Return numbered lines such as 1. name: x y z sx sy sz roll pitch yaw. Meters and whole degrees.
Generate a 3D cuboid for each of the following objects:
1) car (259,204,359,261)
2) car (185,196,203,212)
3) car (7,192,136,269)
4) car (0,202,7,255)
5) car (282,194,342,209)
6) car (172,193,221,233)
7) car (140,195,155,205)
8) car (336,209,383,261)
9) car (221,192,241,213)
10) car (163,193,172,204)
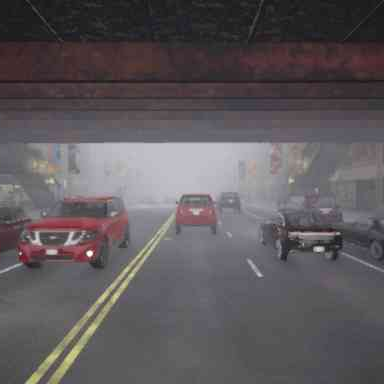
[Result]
1. car: 3.680 1.415 11.998 2.128 1.511 4.902 0 0 1
2. car: 0.220 1.242 36.954 1.882 1.535 5.008 0 0 0
3. car: -3.537 1.149 11.212 2.150 2.045 5.566 0 0 1
4. car: -7.042 1.281 10.988 2.097 1.767 4.553 0 0 1
5. car: 6.680 1.105 19.307 2.435 2.045 5.566 0 0 0
6. car: 0.217 1.102 18.883 2.150 2.045 5.566 0 0 0
7. car: -6.964 1.158 52.453 2.128 1.511 4.902 0 0 0
8. car: 6.725 1.519 11.913 1.895 1.301 4.718 0 0 0
9. car: 3.722 1.002 34.491 2.150 2.045 5.566 0 0 0
10. car: -3.462 1.265 52.815 1.895 1.301 4.718 0 0 0
